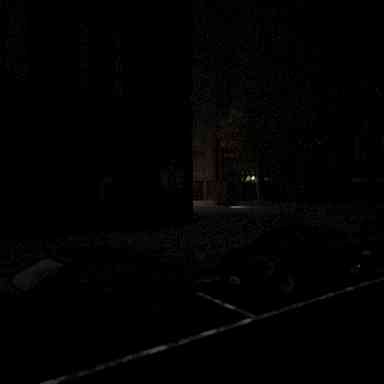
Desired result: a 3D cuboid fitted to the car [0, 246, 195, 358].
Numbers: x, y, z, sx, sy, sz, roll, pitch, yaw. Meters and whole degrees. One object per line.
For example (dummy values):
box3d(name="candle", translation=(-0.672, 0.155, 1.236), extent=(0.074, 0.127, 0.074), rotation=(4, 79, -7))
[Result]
box3d(name="car", translation=(-1.882, 1.581, 5.310), extent=(4.206, 1.307, 1.802), rotation=(0, 0, -36))

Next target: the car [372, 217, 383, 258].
box3d(name="car", translation=(7.293, 1.560, 11.858), extent=(4.313, 1.339, 1.947), rotation=(0, 0, -36))

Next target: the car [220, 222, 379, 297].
box3d(name="car", translation=(2.705, 1.562, 8.584), extent=(4.313, 1.339, 1.947), rotation=(0, 0, -36))

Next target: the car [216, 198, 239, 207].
box3d(name="car", translation=(5.830, 1.666, 54.713), extent=(1.994, 1.385, 4.181), rotation=(0, 0, -35))
